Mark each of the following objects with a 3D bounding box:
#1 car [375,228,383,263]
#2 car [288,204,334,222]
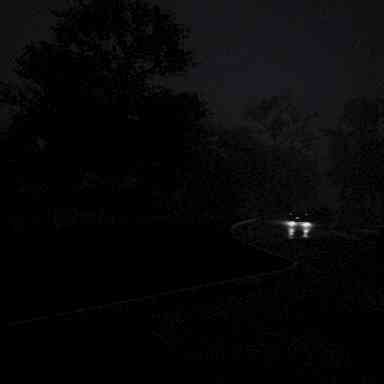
[{"bbox_3d":[7.698,1.419,9.296,2.097,1.767,4.553,1,0,-24],"label":"car"},{"bbox_3d":[10.219,1.690,28.283,2.033,1.411,5.357,0,0,45],"label":"car"}]
